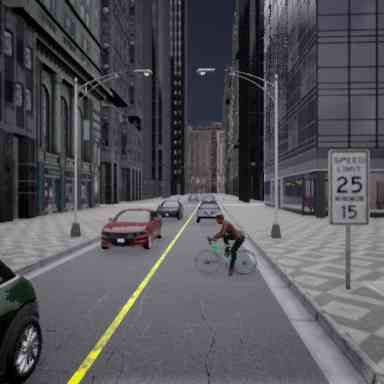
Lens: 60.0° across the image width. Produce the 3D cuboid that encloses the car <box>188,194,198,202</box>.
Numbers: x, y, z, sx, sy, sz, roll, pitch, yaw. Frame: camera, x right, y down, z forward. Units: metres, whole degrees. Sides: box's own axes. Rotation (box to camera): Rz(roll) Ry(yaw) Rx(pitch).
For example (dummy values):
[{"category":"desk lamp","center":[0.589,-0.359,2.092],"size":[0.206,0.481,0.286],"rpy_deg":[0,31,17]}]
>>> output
[{"category":"car","center":[0.332,1.129,67.243],"size":[2.097,1.767,4.553],"rpy_deg":[0,0,4]}]

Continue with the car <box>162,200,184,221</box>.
[{"category":"car","center":[-1.759,1.445,27.571],"size":[1.882,1.535,5.008],"rpy_deg":[0,0,3]}]

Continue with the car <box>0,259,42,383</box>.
[{"category":"car","center":[-3.046,1.349,2.397],"size":[2.097,1.767,4.553],"rpy_deg":[0,0,2]}]

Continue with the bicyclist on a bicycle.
[{"category":"bicyclist on a bicycle","center":[0.899,1.416,8.837],"size":[1.656,1.620,0.582],"rpy_deg":[0,0,3]}]

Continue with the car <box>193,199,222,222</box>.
[{"category":"car","center":[1.346,1.519,26.024],"size":[2.033,1.411,5.357],"rpy_deg":[0,0,3]}]

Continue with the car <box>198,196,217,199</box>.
[{"category":"car","center":[2.327,1.257,45.301],"size":[2.097,1.767,4.553],"rpy_deg":[0,0,5]}]

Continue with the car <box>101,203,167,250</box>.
[{"category":"car","center":[-2.449,1.466,14.524],"size":[1.882,1.535,5.008],"rpy_deg":[0,0,3]}]
